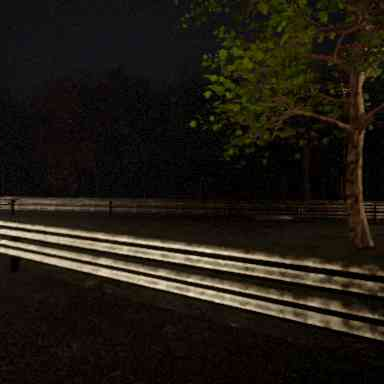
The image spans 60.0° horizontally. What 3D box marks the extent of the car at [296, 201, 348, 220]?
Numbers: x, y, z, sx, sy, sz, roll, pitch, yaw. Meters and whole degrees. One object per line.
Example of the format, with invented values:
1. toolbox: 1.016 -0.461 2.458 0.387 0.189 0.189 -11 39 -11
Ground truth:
1. car: 11.412 1.525 28.603 4.792 1.488 2.163 0 0 14
